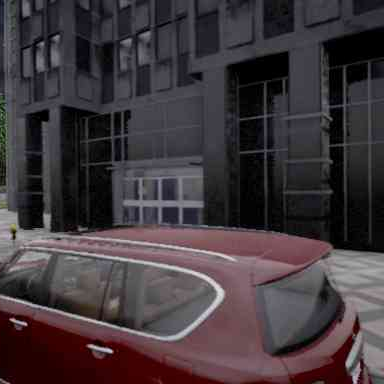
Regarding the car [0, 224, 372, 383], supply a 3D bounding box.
[{"bbox_3d":[-0.870,1.294,3.585,5.009,1.841,2.192,0,1,34],"label":"car"}]
